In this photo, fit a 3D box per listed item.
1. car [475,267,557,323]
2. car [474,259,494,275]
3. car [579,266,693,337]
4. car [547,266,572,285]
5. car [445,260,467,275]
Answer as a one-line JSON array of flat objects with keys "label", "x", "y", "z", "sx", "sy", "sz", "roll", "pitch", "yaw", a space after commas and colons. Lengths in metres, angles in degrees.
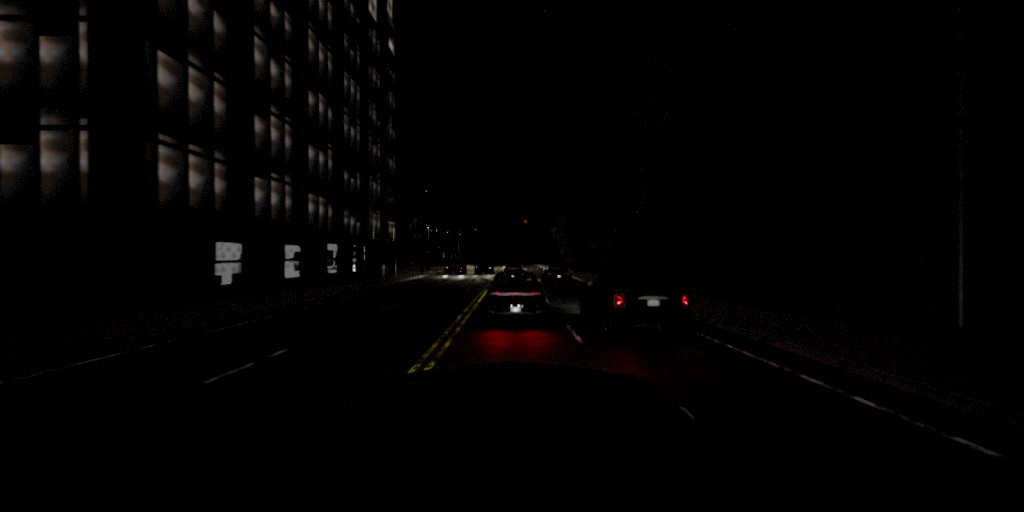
[{"label": "car", "x": 0.103, "y": 1.287, "z": 12.400, "sx": 2.128, "sy": 1.511, "sz": 4.902, "roll": 0, "pitch": 0, "yaw": 0}, {"label": "car", "x": -3.241, "y": 1.277, "z": 42.288, "sx": 2.097, "sy": 1.767, "sz": 4.553, "roll": 0, "pitch": 0, "yaw": 0}, {"label": "car", "x": 3.350, "y": 1.140, "z": 10.609, "sx": 2.097, "sy": 1.767, "sz": 4.553, "roll": 0, "pitch": 0, "yaw": 0}, {"label": "car", "x": 3.357, "y": 1.426, "z": 27.517, "sx": 1.994, "sy": 1.385, "sz": 4.181, "roll": 0, "pitch": 0, "yaw": 0}, {"label": "car", "x": -6.496, "y": 1.277, "z": 41.937, "sx": 2.097, "sy": 1.767, "sz": 4.553, "roll": 0, "pitch": 0, "yaw": 0}]
